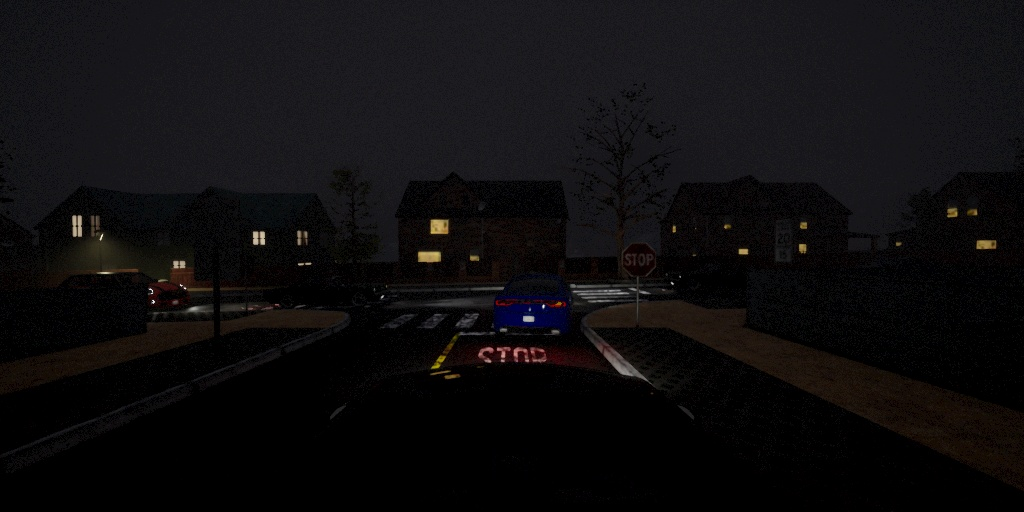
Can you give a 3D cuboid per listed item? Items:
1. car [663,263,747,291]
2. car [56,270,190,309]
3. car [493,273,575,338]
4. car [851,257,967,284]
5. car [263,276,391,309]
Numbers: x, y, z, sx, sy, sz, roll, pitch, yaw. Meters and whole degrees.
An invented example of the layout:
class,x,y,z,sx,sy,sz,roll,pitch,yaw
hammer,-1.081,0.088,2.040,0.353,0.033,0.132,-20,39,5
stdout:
class,x,y,z,sx,sy,sz,roll,pitch,yaw
car,10.410,1.034,18.424,4.718,1.301,1.895,-1,1,-1
car,-16.799,1.472,15.488,4.553,1.767,2.097,-1,1,0
car,0.786,1.227,10.289,1.882,1.535,5.008,0,0,10
car,20.055,0.753,18.461,5.357,1.411,2.033,-1,1,0
car,-7.812,1.506,15.496,4.718,1.301,1.895,-1,1,0
